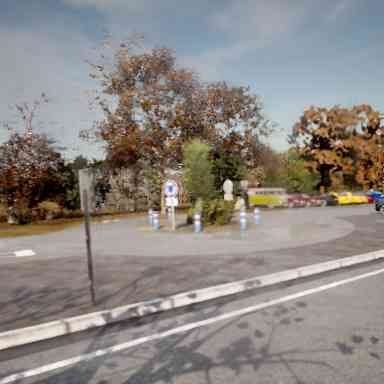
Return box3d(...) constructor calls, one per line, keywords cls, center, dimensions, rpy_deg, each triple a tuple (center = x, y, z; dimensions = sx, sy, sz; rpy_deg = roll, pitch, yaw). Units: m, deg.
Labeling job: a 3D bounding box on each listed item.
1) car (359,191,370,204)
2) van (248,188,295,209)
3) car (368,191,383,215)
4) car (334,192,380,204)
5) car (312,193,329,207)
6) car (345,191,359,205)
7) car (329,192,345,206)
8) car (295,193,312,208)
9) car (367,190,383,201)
box3d(cls="car", center=(18.876, 0.722, 41.531), dimensions=(1.946, 1.575, 5.366), rpy_deg=(-1, 1, -35))
box3d(cls="van", center=(7.616, 0.635, 33.275), dimensions=(1.878, 1.987, 4.442), rpy_deg=(-1, 1, -35))
box3d(cls="car", center=(15.126, 0.896, 22.685), dimensions=(2.163, 1.488, 4.792), rpy_deg=(0, 0, -35))
box3d(cls="car", center=(21.175, 0.705, 42.878), dimensions=(2.163, 1.488, 4.792), rpy_deg=(-1, 1, -35))
box3d(cls="car", center=(12.016, 0.867, 36.511), dimensions=(2.002, 1.452, 4.674), rpy_deg=(0, 0, -35))
box3d(cls="car", center=(16.585, 0.765, 39.929), dimensions=(1.946, 1.575, 5.366), rpy_deg=(-1, 1, -35))
box3d(cls="car", center=(14.387, 0.831, 38.201), dimensions=(2.163, 1.488, 4.792), rpy_deg=(-1, 0, -35))
box3d(cls="car", center=(9.734, 0.883, 34.914), dimensions=(2.002, 1.452, 4.674), rpy_deg=(0, 0, -35))
box3d(cls="car", center=(28.124, 0.449, 47.766), dimensions=(2.231, 1.521, 4.892), rpy_deg=(-2, 1, -35))
